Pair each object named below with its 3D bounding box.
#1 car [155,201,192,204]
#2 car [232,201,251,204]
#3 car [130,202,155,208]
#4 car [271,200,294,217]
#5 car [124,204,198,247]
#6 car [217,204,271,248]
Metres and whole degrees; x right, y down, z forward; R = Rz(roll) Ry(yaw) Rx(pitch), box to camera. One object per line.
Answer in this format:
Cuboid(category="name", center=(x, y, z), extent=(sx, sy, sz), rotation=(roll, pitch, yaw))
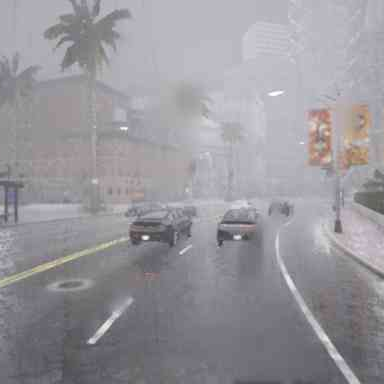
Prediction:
Cuboid(category="car", center=(-0.990, 1.530, 27.833), extent=(1.812, 1.442, 4.674), rotation=(0, 0, 23))
Cuboid(category="car", center=(4.790, 1.547, 31.869), extent=(1.812, 1.442, 4.674), rotation=(0, 0, 23))
Cuboid(category="car", center=(-4.150, 1.560, 29.334), extent=(1.994, 1.385, 4.181), rotation=(0, 0, 23))
Cuboid(category="car", center=(8.481, 1.536, 31.605), extent=(1.837, 1.490, 4.892), rotation=(0, 0, 23))
Cuboid(category="car", center=(-1.222, 1.506, 15.189), extent=(1.837, 1.490, 4.892), rotation=(0, 0, 14))
Cuboid(category="car", center=(2.328, 1.502, 14.986), extent=(2.128, 1.511, 4.902), rotation=(0, 0, 14))
